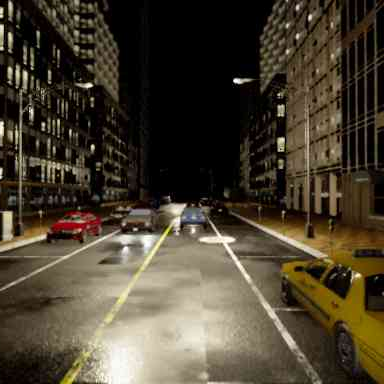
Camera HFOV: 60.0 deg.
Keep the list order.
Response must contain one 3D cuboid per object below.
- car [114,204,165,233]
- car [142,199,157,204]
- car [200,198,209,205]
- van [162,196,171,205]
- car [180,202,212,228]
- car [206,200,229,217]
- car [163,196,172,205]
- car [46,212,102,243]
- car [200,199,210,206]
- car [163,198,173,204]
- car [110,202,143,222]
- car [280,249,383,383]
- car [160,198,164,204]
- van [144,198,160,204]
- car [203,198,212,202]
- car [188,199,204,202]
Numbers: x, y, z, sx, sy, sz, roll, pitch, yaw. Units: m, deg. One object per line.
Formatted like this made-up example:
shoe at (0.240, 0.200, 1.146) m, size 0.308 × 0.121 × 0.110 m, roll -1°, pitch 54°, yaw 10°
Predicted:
car at (-3.101, 1.691, 20.873) m, size 2.033 × 1.411 × 5.357 m, roll 0°, pitch 0°, yaw 0°
car at (-5.693, 1.810, 39.346) m, size 1.887 × 1.381 × 4.507 m, roll 0°, pitch 0°, yaw 0°
car at (2.682, 2.005, 73.655) m, size 1.752 × 1.417 × 4.829 m, roll 0°, pitch 0°, yaw 0°
van at (-5.697, 1.820, 73.500) m, size 1.690 × 1.788 × 3.998 m, roll 0°, pitch 0°, yaw 0°
car at (0.096, 1.709, 23.678) m, size 2.033 × 1.411 × 5.357 m, roll 0°, pitch 0°, yaw 0°
car at (2.688, 1.794, 33.642) m, size 1.947 × 1.339 × 4.313 m, roll 0°, pitch 0°, yaw 0°
car at (-5.697, 1.885, 67.806) m, size 1.967 × 1.590 × 4.097 m, roll 0°, pitch 0°, yaw 0°
car at (-5.689, 1.697, 16.576) m, size 1.802 × 1.307 × 4.206 m, roll 0°, pitch 0°, yaw 0°
car at (2.683, 2.026, 67.793) m, size 1.802 × 1.307 × 4.206 m, roll 0°, pitch 0°, yaw 0°
car at (-5.700, 2.080, 79.191) m, size 1.947 × 1.339 × 4.313 m, roll 0°, pitch 0°, yaw 0°
car at (-5.692, 1.742, 27.962) m, size 2.008 × 1.369 × 4.403 m, roll 0°, pitch 0°, yaw 0°
car at (2.693, 1.563, 5.352) m, size 1.752 × 1.417 × 4.829 m, roll 0°, pitch 0°, yaw 0°
car at (-5.695, 1.920, 50.730) m, size 1.802 × 1.307 × 4.206 m, roll 0°, pitch 0°, yaw 0°
van at (-5.693, 1.643, 45.040) m, size 1.690 × 1.788 × 3.998 m, roll 0°, pitch 0°, yaw 0°
car at (2.685, 1.814, 56.410) m, size 1.967 × 1.590 × 4.097 m, roll 0°, pitch 0°, yaw 0°
car at (0.094, 1.827, 41.564) m, size 2.033 × 1.411 × 5.357 m, roll 0°, pitch 0°, yaw 0°
